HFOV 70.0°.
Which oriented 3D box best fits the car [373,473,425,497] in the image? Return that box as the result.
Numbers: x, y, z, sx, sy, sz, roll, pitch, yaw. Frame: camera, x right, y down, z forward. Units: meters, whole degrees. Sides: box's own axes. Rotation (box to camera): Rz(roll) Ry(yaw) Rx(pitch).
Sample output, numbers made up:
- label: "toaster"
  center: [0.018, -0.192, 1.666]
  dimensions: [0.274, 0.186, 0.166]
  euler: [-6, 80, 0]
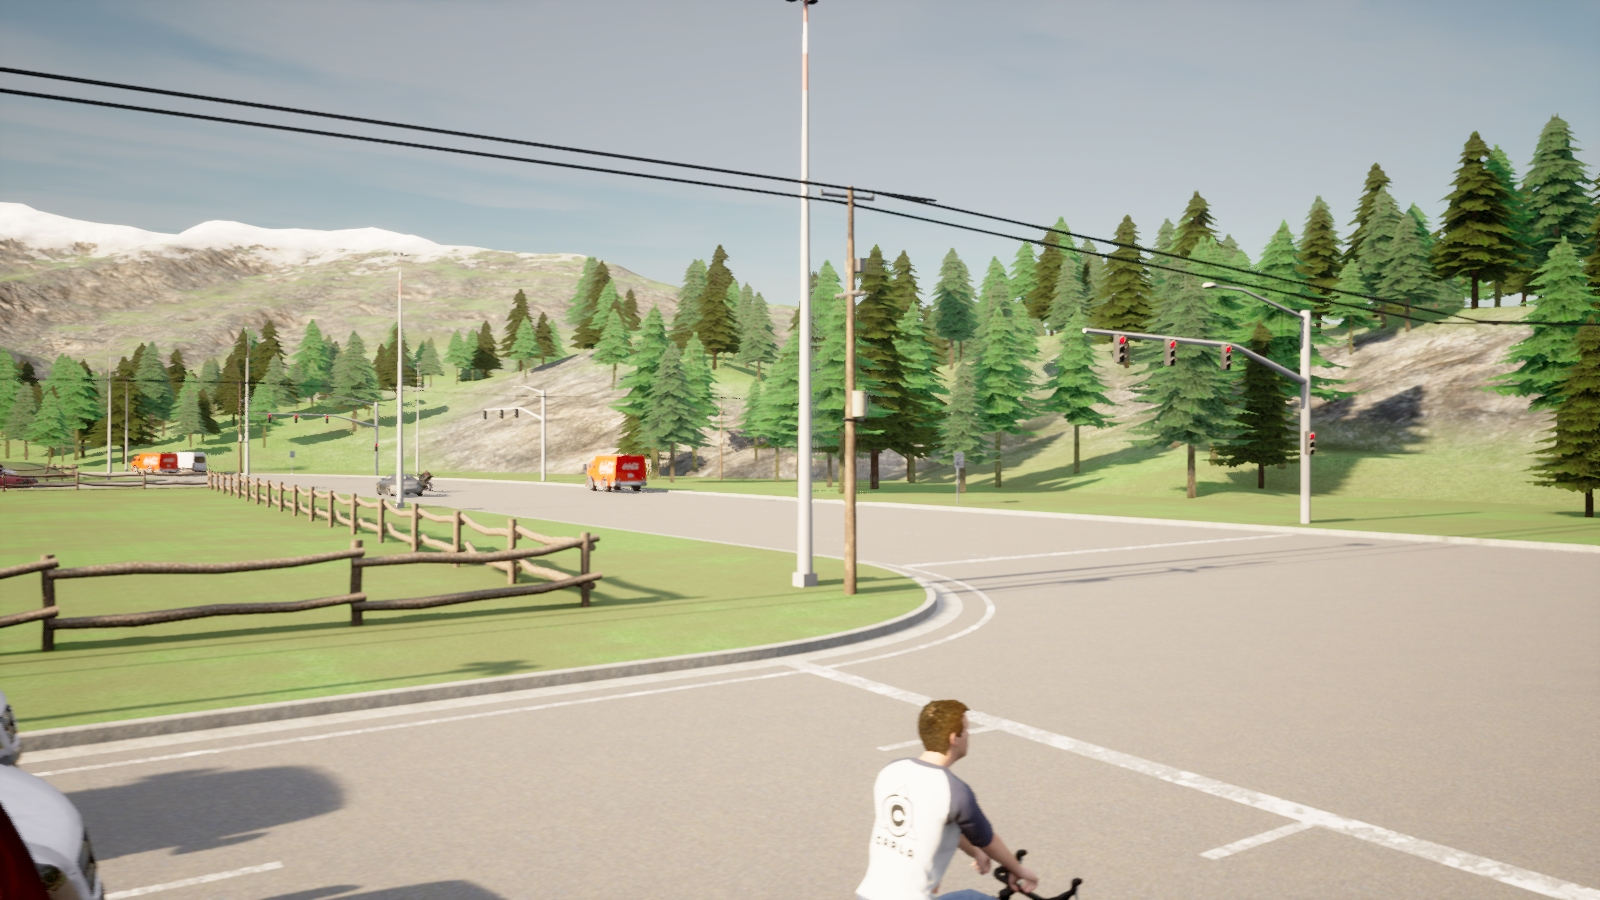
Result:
- label: "car"
  center: [-24.689, 2.132, 70.267]
  dimensions: [1.994, 1.385, 4.181]
  euler: [0, 0, -35]

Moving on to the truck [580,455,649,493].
- label: "truck"
  center: [-12.587, 1.585, 77.380]
  dimensions: [2.627, 2.467, 5.204]
  euler: [0, 0, -35]

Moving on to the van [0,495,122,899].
- label: "van"
  center: [-5.858, 1.534, 3.949]
  dimensions: [5.915, 2.561, 1.988]
  euler: [0, 0, -35]

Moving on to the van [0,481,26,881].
- label: "van"
  center: [-8.100, 1.534, 6.653]
  dimensions: [5.915, 2.561, 1.988]
  euler: [0, 0, -35]

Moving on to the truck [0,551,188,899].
- label: "truck"
  center: [-3.755, 1.567, 1.236]
  dimensions: [5.204, 2.467, 2.627]
  euler: [0, 0, -34]

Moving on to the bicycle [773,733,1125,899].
- label: "bicycle"
  center: [0.660, 2.059, 4.669]
  dimensions: [1.643, 1.496, 0.373]
  euler: [1, 0, -37]
